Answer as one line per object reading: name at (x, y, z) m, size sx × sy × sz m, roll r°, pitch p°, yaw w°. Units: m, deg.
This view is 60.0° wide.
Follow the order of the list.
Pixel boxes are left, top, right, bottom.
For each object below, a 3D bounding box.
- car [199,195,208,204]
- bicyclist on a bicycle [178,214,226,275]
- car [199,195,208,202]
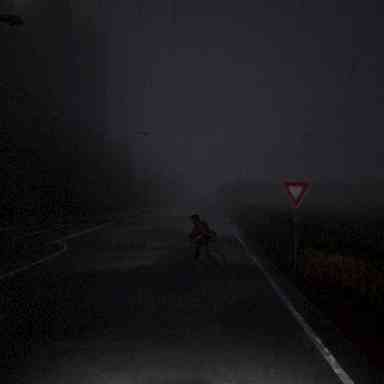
car at (2.169, 1.537, 62.513) m, size 2.033 × 1.411 × 5.357 m, roll 0°, pitch 0°, yaw 2°
bicyclist on a bicycle at (0.230, 1.449, 9.242) m, size 1.656 × 1.620 × 0.582 m, roll -2°, pitch -1°, yaw 36°
car at (2.547, 1.470, 73.125) m, size 1.812 × 1.442 × 4.674 m, roll 0°, pitch 0°, yaw 2°
